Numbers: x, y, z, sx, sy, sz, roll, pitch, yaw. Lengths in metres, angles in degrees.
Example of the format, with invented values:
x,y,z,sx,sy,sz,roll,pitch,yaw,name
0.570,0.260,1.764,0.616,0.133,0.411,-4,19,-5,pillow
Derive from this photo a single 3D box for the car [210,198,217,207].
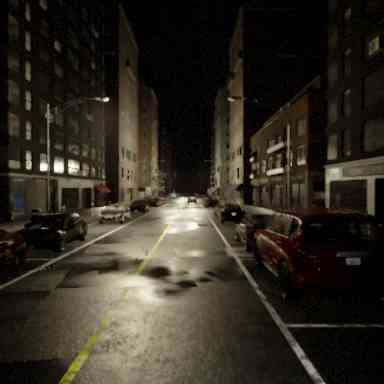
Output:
x,y,z,sx,sy,sz,roll,pitch,yaw,name
2.873,1.512,30.553,1.752,1.417,4.829,-1,0,0,car

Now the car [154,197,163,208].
x,y,z,sx,sy,sz,roll,pitch,yaw,name
-5.640,1.523,46.969,1.887,1.381,4.507,-1,0,0,car

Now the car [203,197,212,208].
x,y,z,sx,sy,sz,roll,pitch,yaw,name
2.885,1.522,46.971,1.887,1.381,4.507,-1,0,0,car

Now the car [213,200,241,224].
x,y,z,sx,sy,sz,roll,pitch,yaw,name
2.869,1.555,24.853,1.947,1.339,4.313,-1,0,0,car

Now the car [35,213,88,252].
x,y,z,sx,sy,sz,roll,pitch,yaw,name
-5.665,1.560,13.784,1.947,1.339,4.313,-1,0,0,car

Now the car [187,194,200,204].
x,y,z,sx,sy,sz,roll,pitch,yaw,name
0.048,1.518,62.473,2.033,1.411,5.357,0,0,0,car

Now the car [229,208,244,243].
x,y,z,sx,sy,sz,roll,pitch,yaw,name
2.860,1.560,13.795,1.947,1.339,4.313,-1,0,0,car

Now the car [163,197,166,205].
x,y,z,sx,sy,sz,roll,pitch,yaw,name
-5.635,1.526,52.500,2.008,1.369,4.403,-1,0,0,car

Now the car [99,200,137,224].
x,y,z,sx,sy,sz,roll,pitch,yaw,name
-5.656,1.541,24.846,2.008,1.369,4.403,-1,0,0,car

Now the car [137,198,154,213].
x,y,z,sx,sy,sz,roll,pitch,yaw,name
-5.648,1.550,35.907,1.947,1.339,4.313,-1,0,0,car

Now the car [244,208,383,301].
x,y,z,sx,sy,sz,roll,pitch,yaw,name
2.854,1.311,8.265,2.192,1.841,5.009,-1,0,0,car

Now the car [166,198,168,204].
x,y,z,sx,sy,sz,roll,pitch,yaw,name
-5.632,1.516,58.030,1.887,1.381,4.507,-1,0,0,car

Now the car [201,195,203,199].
x,y,z,sx,sy,sz,roll,pitch,yaw,name
2.890,1.525,52.500,2.008,1.369,4.403,-1,0,0,car

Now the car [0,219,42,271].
x,y,z,sx,sy,sz,roll,pitch,yaw,name
-5.669,1.579,8.254,1.802,1.307,4.206,-1,0,0,car
